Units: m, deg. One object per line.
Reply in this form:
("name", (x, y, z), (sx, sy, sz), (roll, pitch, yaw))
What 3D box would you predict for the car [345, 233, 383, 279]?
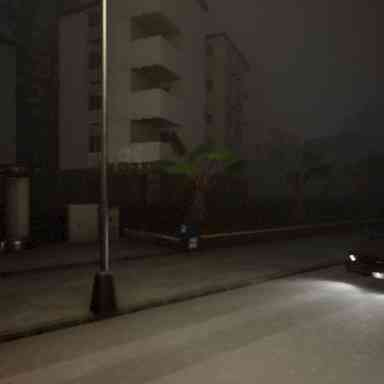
("car", (6.486, 1.539, 9.245), (5.357, 1.411, 2.033), (0, 0, -35))
